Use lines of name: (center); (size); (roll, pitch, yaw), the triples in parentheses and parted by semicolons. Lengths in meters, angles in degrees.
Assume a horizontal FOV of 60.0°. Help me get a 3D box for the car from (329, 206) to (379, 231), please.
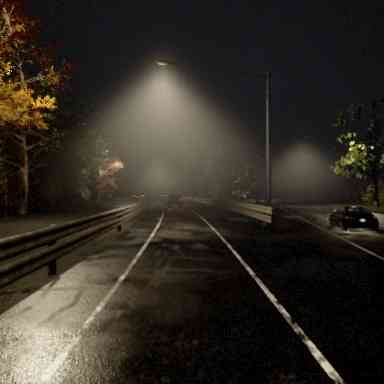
car: (9.861, 1.567, 20.569); (1.994, 1.385, 4.181); (0, 0, 10)

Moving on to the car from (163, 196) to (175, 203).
car: (-4.735, 1.518, 68.138); (1.994, 1.385, 4.181); (0, 0, -8)

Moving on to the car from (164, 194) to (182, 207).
car: (-2.773, 1.277, 52.042); (2.150, 2.045, 5.566); (0, 0, -6)

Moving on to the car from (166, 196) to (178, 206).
car: (-3.600, 1.544, 59.343); (1.882, 1.535, 5.008); (0, 0, -7)
